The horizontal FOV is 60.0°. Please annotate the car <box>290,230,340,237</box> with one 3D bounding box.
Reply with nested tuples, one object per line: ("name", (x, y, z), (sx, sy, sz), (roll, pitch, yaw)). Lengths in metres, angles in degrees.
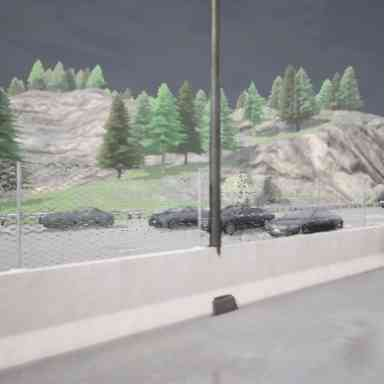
("car", (5.822, 1.525, 16.725), (4.674, 1.442, 1.812), (0, 0, -36))
